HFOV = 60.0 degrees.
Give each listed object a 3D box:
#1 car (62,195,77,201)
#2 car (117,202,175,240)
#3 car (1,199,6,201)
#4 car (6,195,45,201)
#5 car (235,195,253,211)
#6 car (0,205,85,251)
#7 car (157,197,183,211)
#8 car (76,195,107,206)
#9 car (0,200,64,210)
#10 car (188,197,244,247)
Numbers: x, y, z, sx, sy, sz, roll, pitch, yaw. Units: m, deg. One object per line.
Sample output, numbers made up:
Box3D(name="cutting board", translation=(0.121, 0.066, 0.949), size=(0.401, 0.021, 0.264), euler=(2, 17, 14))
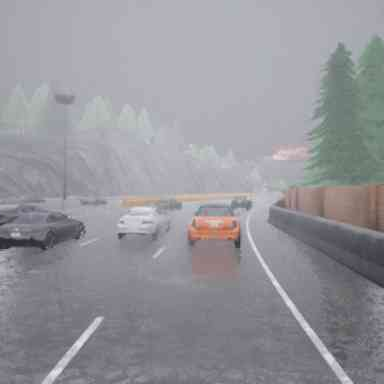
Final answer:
Box3D(name="car", translation=(-17.083, 1.220, 48.265), size=(1.812, 1.442, 4.674), euler=(0, 0, 17))
Box3D(name="car", translation=(-2.267, 1.431, 16.472), size=(1.812, 1.442, 4.674), euler=(0, 0, 7))
Box3D(name="car", translation=(-24.814, 1.245, 46.782), size=(1.994, 1.385, 4.181), euler=(0, 0, 16))
Box3D(name="car", translation=(-21.834, 1.208, 44.442), size=(1.837, 1.490, 4.892), euler=(0, 0, 16))
Box3D(name="car", translation=(5.826, 1.162, 38.735), size=(2.097, 1.767, 4.553), euler=(0, 0, 16))
Box3D(name="car", translation=(-6.073, 1.473, 13.800), size=(1.994, 1.385, 4.181), euler=(0, 0, 5))
Box3D(name="car", translation=(-2.364, 1.297, 35.229), size=(2.128, 1.511, 4.902), euler=(0, 0, 14))
Box3D(name="car", translation=(-13.831, 1.276, 46.914), size=(1.994, 1.385, 4.181), euler=(0, 0, 17))
Box3D(name="car", translation=(-9.119, 1.383, 17.985), size=(1.837, 1.490, 4.892), euler=(0, 0, 7))
Box3D(name="car", translation=(1.086, 1.275, 14.936), size=(2.097, 1.767, 4.553), euler=(0, 0, 6))
